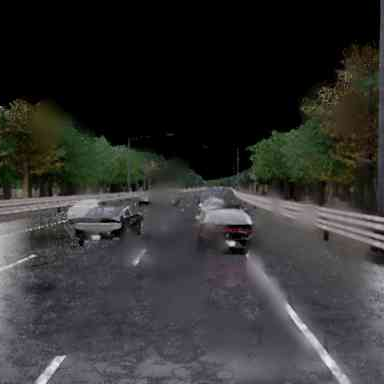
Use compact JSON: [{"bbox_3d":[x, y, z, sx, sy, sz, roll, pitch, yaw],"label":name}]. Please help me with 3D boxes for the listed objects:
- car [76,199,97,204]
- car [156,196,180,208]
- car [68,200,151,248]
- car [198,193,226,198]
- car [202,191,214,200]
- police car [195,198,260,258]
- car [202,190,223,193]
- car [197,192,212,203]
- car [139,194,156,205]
[{"bbox_3d":[-6.518,1.197,21.692,1.812,1.442,4.674,0,1,2],"label":"car"},{"bbox_3d":[-2.357,1.056,36.273,1.895,1.301,4.718,0,1,3],"label":"car"},{"bbox_3d":[-3.234,1.283,13.782,2.128,1.511,4.902,0,1,1],"label":"car"},{"bbox_3d":[1.438,1.123,22.072,1.801,1.575,5.366,0,1,2],"label":"car"},{"bbox_3d":[3.031,0.602,62.295,1.812,1.442,4.674,0,1,6],"label":"car"},{"bbox_3d":[1.167,1.241,12.150,1.930,1.638,5.238,0,1,1],"label":"police car"},{"bbox_3d":[1.668,0.805,27.812,2.150,2.045,5.566,0,1,3],"label":"car"},{"bbox_3d":[1.883,0.799,48.735,1.812,1.442,4.674,0,1,5],"label":"car"},{"bbox_3d":[-5.448,0.926,42.557,1.994,1.385,4.181,0,1,4],"label":"car"}]
